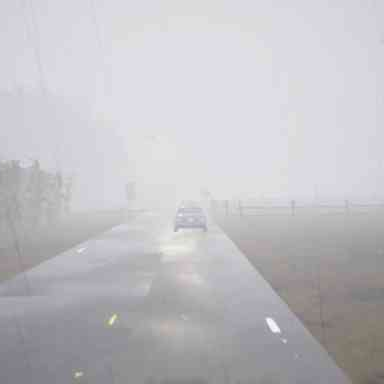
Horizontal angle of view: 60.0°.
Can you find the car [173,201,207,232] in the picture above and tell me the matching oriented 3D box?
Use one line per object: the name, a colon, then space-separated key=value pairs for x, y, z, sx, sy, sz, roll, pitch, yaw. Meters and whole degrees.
car: x=-0.104 y=1.455 z=19.285 sx=2.033 sy=1.411 sz=5.357 roll=-1 pitch=0 yaw=0
